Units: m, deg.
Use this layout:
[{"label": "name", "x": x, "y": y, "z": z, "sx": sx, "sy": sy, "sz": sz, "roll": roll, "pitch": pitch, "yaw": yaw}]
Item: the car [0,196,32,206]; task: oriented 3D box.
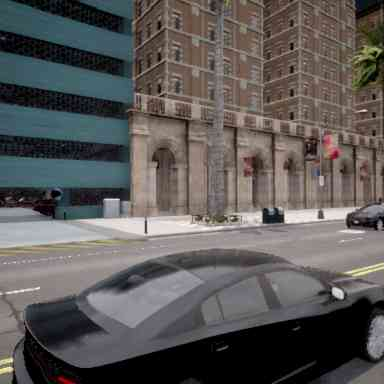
[{"label": "car", "x": -29.183, "y": 1.413, "z": 54.781, "sx": 4.786, "sy": 1.482, "sz": 2.161, "roll": 0, "pitch": 0, "yaw": -35}]

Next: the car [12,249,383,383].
[{"label": "car", "x": 0.592, "y": 1.477, "z": 4.181, "sx": 5.008, "sy": 1.535, "sz": 1.882, "roll": 0, "pitch": 0, "yaw": -35}]

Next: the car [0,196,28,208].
[{"label": "car", "x": -22.829, "y": 1.463, "z": 45.067, "sx": 4.718, "sy": 1.301, "sz": 1.895, "roll": 0, "pitch": 0, "yaw": -35}]

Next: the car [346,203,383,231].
[{"label": "car", "x": 11.593, "y": 1.477, "z": 20.791, "sx": 5.008, "sy": 1.535, "sz": 1.882, "roll": 0, "pitch": 0, "yaw": -35}]

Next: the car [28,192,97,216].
[{"label": "car", "x": -11.474, "y": 1.029, "z": 30.439, "sx": 5.566, "sy": 2.045, "sz": 2.435, "roll": 0, "pitch": 0, "yaw": -35}]
